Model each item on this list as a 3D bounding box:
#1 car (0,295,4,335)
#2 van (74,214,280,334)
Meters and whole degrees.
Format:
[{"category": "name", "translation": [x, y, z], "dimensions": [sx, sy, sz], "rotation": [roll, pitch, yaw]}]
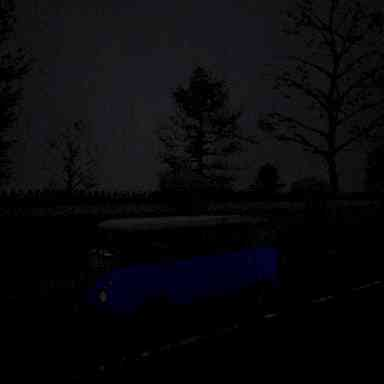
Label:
[{"category": "car", "translation": [-4.669, 1.305, 3.233], "dimensions": [5.009, 1.841, 2.192], "rotation": [0, 0, -35]}, {"category": "van", "translation": [-0.079, 1.362, 6.494], "dimensions": [3.998, 1.788, 1.690], "rotation": [0, 0, -35]}]
